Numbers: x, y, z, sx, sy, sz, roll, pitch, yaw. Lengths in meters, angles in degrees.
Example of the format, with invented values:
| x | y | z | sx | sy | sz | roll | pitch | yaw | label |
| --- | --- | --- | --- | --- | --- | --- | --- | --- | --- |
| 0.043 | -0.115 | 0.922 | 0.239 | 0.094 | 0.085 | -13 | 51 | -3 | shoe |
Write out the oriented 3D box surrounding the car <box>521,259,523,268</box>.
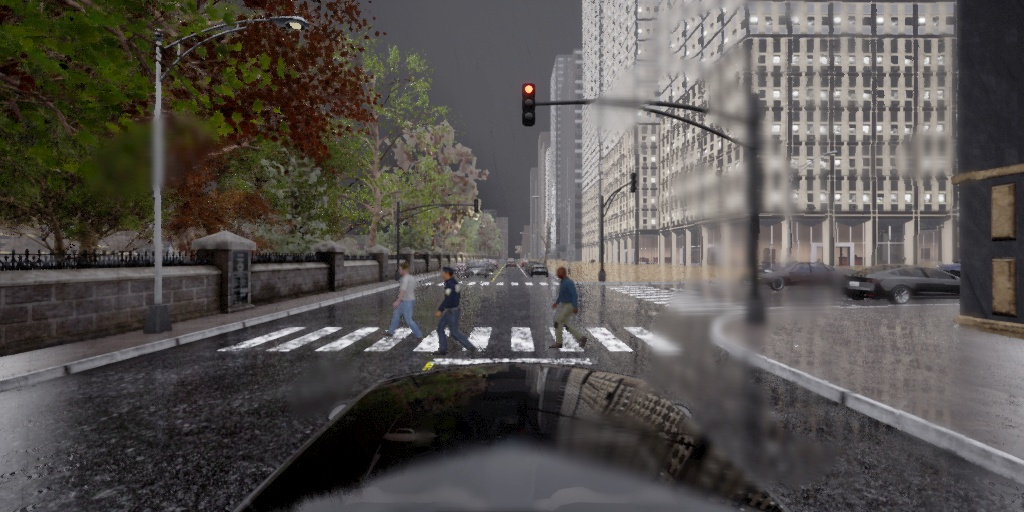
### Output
| x | y | z | sx | sy | sz | roll | pitch | yaw | label |
| --- | --- | --- | --- | --- | --- | --- | --- | --- | --- |
| 2.590 | 1.339 | 46.997 | 1.948 | 1.339 | 4.313 | 0 | 0 | 0 | car |

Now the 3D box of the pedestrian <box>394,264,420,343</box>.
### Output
| x | y | z | sx | sy | sz | roll | pitch | yaw | label |
| --- | --- | --- | --- | --- | --- | --- | --- | --- | --- |
| -2.424 | 1.043 | 8.279 | 0.375 | 1.860 | 0.375 | 0 | 0 | 0 | pedestrian |

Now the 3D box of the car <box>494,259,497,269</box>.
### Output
| x | y | z | sx | sy | sz | roll | pitch | yaw | label |
| --- | --- | --- | --- | --- | --- | --- | --- | --- | --- |
| -3.189 | 1.334 | 43.811 | 1.994 | 1.385 | 4.181 | 0 | 0 | 0 | car |

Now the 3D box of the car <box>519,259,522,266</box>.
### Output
| x | y | z | sx | sy | sz | roll | pitch | yaw | label |
| --- | --- | --- | --- | --- | --- | --- | --- | --- | --- |
| 2.554 | 1.337 | 63.895 | 1.888 | 1.381 | 4.507 | 0 | 0 | 0 | car |

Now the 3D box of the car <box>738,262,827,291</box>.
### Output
| x | y | z | sx | sy | sz | roll | pitch | yaw | label |
| --- | --- | --- | --- | --- | --- | --- | --- | --- | --- |
| 15.102 | 1.025 | 18.974 | 5.357 | 1.411 | 2.033 | -1 | 0 | 0 | car |

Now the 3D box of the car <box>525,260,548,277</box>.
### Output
| x | y | z | sx | sy | sz | roll | pitch | yaw | label |
| --- | --- | --- | --- | --- | --- | --- | --- | --- | --- |
| 2.614 | 1.330 | 35.732 | 1.948 | 1.339 | 4.313 | 0 | 0 | 0 | car |

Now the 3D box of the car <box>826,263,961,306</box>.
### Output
| x | y | z | sx | sy | sz | roll | pitch | yaw | label |
| --- | --- | --- | --- | --- | --- | --- | --- | --- | --- |
| 14.659 | 1.026 | 13.176 | 4.313 | 1.339 | 1.948 | 0 | 0 | 0 | car |

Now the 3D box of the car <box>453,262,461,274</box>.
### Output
| x | y | z | sx | sy | sz | roll | pitch | yaw | label |
| --- | --- | --- | --- | --- | --- | --- | --- | --- | --- |
| -5.778 | 1.350 | 41.346 | 1.802 | 1.307 | 4.207 | 0 | 0 | 0 | car |

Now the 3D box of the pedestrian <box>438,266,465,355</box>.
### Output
| x | y | z | sx | sy | sz | roll | pitch | yaw | label |
| --- | --- | --- | --- | --- | --- | --- | --- | --- | --- |
| -1.189 | 1.044 | 7.081 | 0.375 | 1.860 | 0.375 | 0 | 0 | 0 | pedestrian |

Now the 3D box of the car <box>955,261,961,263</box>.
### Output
| x | y | z | sx | sy | sz | roll | pitch | yaw | label |
| --- | --- | --- | --- | --- | --- | --- | --- | --- | --- |
| 25.362 | 0.655 | 19.050 | 4.553 | 1.767 | 2.097 | -1 | 0 | 0 | car |

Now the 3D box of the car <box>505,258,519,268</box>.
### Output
| x | y | z | sx | sy | sz | roll | pitch | yaw | label |
| --- | --- | --- | --- | --- | --- | --- | --- | --- | --- |
| -0.135 | 1.295 | 62.562 | 1.837 | 1.490 | 4.892 | 0 | 0 | 0 | car |

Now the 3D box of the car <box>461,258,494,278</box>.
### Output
| x | y | z | sx | sy | sz | roll | pitch | yaw | label |
| --- | --- | --- | --- | --- | --- | --- | --- | --- | --- |
| -3.156 | 1.255 | 33.902 | 2.128 | 1.511 | 4.902 | 0 | 0 | 1 | car |

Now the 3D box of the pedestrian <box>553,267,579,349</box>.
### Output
| x | y | z | sx | sy | sz | roll | pitch | yaw | label |
| --- | --- | --- | --- | --- | --- | --- | --- | --- | --- |
| 1.156 | 1.044 | 7.686 | 0.375 | 1.860 | 0.375 | 0 | 0 | 0 | pedestrian |

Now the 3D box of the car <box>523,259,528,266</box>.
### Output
| x | y | z | sx | sy | sz | roll | pitch | yaw | label |
| --- | --- | --- | --- | --- | --- | --- | --- | --- | --- |
| 2.602 | 1.334 | 41.365 | 1.948 | 1.339 | 4.313 | 0 | 0 | 0 | car |
